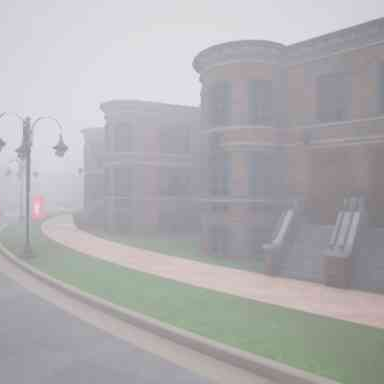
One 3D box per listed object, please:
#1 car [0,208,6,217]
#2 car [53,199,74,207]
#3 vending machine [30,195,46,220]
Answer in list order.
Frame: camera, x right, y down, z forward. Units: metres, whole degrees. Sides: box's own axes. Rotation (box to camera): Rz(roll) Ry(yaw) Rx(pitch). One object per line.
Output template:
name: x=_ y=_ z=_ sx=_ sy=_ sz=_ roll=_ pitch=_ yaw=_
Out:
car: x=-18.819 y=1.756 z=30.414 sx=1.895 sy=1.301 sz=4.718 roll=0 pitch=0 yaw=-10
car: x=-21.786 y=1.879 z=56.593 sx=1.994 sy=1.385 sz=4.181 roll=0 pitch=0 yaw=8
vending machine: x=-13.188 y=1.351 z=28.536 sx=1.100 sy=2.100 sz=0.880 roll=0 pitch=0 yaw=-13
